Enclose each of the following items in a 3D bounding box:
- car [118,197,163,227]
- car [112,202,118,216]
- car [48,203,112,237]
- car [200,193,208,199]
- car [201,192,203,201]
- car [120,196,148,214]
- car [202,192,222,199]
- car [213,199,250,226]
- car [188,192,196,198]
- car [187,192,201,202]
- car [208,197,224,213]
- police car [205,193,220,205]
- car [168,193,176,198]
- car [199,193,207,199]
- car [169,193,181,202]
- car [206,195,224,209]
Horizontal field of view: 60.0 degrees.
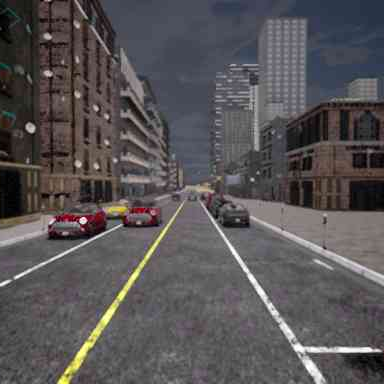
[{"bbox_3d":[-3.080,1.193,21.491,2.097,1.767,4.553,0,0,0],"label":"car"},{"bbox_3d":[-5.679,1.325,27.157,1.752,1.417,4.829,-1,0,0],"label":"car"},{"bbox_3d":[-5.690,1.316,16.903,1.967,1.590,4.097,-1,0,0],"label":"car"},{"bbox_3d":[2.739,0.934,77.755,1.752,1.417,4.829,-1,0,0],"label":"car"},{"bbox_3d":[2.701,0.814,66.424,2.192,1.841,5.009,-1,0,0],"label":"car"},{"bbox_3d":[-5.674,1.197,32.906,1.967,1.590,4.097,-1,0,0],"label":"car"},{"bbox_3d":[2.675,1.029,38.526,2.192,1.841,5.009,-1,0,0],"label":"car"},{"bbox_3d":[2.697,1.399,21.797,2.008,1.369,4.403,-1,0,0],"label":"car"},{"bbox_3d":[0.074,0.689,79.415,1.882,1.535,5.008,0,0,0],"label":"car"},{"bbox_3d":[0.058,1.022,62.404,2.128,1.511,4.902,0,0,0],"label":"car"},{"bbox_3d":[2.669,1.364,27.369,1.947,1.339,4.313,-1,0,0],"label":"car"},{"bbox_3d":[3.046,1.054,49.701,1.930,1.638,5.238,0,0,0],"label":"police car"},{"bbox_3d":[-5.615,0.858,94.287,1.802,1.307,4.206,-1,0,0],"label":"car"},{"bbox_3d":[2.759,0.917,83.164,2.008,1.369,4.403,-1,0,0],"label":"car"},{"bbox_3d":[-2.976,1.031,62.598,1.837,1.490,4.892,0,0,1],"label":"car"},{"bbox_3d":[2.674,1.322,32.949,1.947,1.339,4.313,-1,0,0],"label":"car"}]
